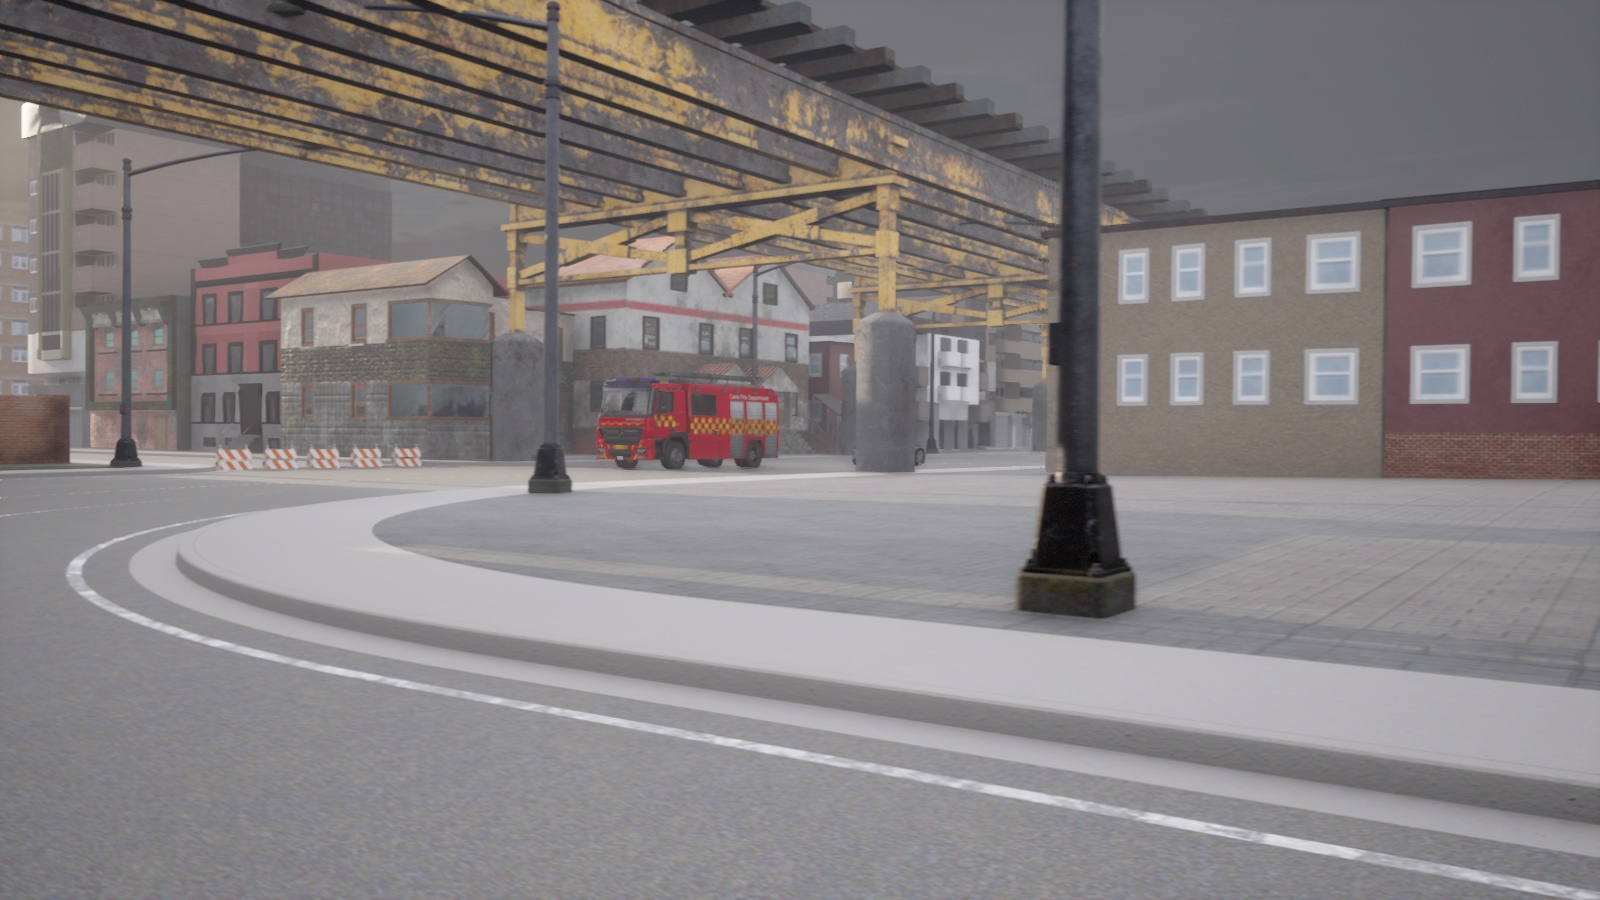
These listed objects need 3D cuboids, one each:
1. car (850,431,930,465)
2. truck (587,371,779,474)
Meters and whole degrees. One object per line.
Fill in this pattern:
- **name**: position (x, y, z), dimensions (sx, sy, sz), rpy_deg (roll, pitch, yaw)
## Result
- **car**: position (4.133, -0.118, 57.094), dimensions (1.970, 1.475, 3.806), rpy_deg (0, 1, 35)
- **truck**: position (-4.535, -1.084, 50.789), dimensions (2.891, 3.827, 8.468), rpy_deg (0, 1, 35)
